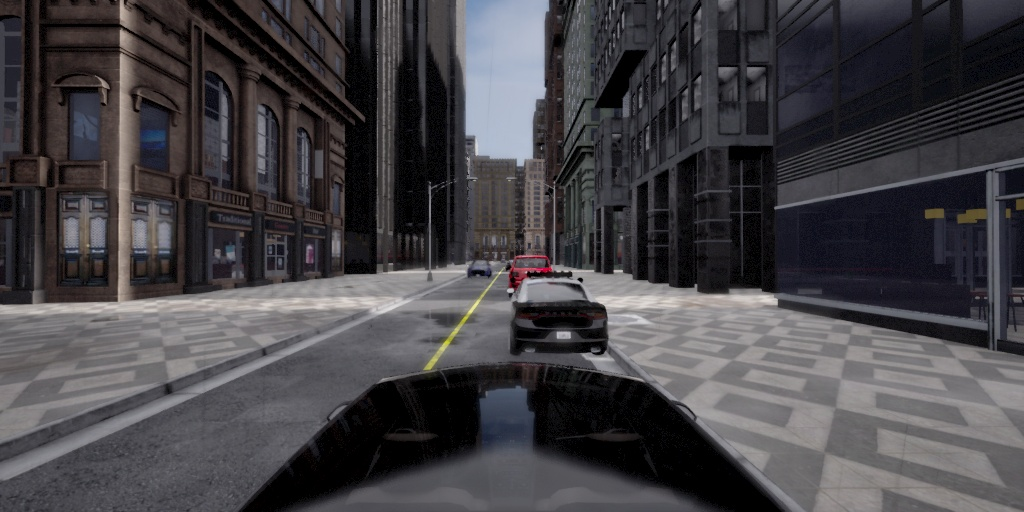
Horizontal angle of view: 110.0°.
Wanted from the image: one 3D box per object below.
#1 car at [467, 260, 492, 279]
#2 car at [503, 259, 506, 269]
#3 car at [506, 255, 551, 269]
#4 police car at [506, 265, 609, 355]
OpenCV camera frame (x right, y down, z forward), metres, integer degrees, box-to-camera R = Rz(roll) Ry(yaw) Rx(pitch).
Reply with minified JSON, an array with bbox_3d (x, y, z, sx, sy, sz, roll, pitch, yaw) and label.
[{"bbox_3d":[-2.972,1.139,33.650,2.097,1.767,4.553,0,0,0],"label":"car"},{"bbox_3d":[0.091,1.423,48.545,1.895,1.301,4.718,0,0,1],"label":"car"},{"bbox_3d":[0.915,0.988,18.763,2.150,2.045,5.566,0,0,0],"label":"car"},{"bbox_3d":[0.905,1.180,8.841,1.930,1.638,5.238,0,0,0],"label":"police car"}]
